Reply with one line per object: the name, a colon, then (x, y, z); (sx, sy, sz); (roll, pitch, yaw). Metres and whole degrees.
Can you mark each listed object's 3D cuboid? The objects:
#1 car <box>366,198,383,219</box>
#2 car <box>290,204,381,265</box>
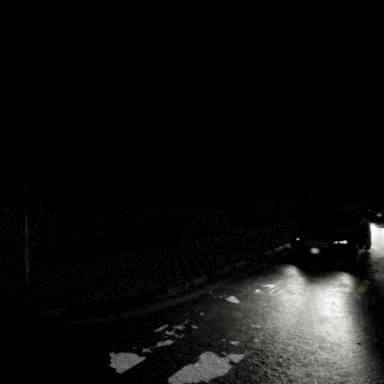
car: (13.474, 1.169, 23.333); (2.128, 1.511, 4.902); (0, 1, 36)
car: (4.971, 1.398, 11.592); (2.128, 1.511, 4.902); (0, 1, 36)
